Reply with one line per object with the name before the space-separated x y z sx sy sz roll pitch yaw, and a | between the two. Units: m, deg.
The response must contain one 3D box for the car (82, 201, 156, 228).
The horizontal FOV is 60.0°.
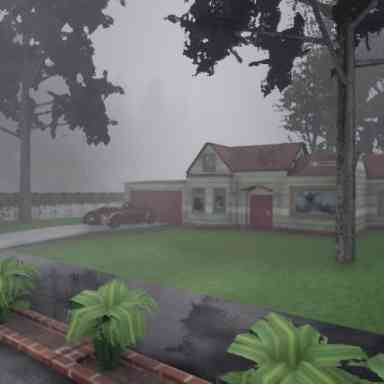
car | -3.913 1.182 18.438 1.994 1.381 4.181 1 0 36
